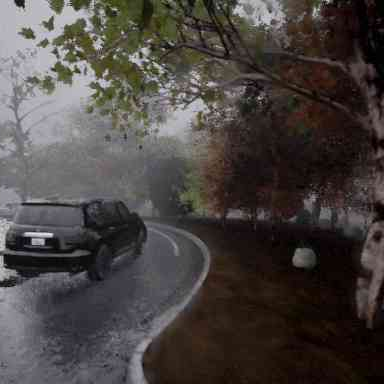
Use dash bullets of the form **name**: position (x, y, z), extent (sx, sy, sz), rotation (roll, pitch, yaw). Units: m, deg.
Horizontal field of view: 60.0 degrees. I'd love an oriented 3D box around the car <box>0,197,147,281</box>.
- **car**: position (-3.011, 1.180, 9.926), extent (2.150, 2.045, 5.566), rotation (1, 0, 8)
